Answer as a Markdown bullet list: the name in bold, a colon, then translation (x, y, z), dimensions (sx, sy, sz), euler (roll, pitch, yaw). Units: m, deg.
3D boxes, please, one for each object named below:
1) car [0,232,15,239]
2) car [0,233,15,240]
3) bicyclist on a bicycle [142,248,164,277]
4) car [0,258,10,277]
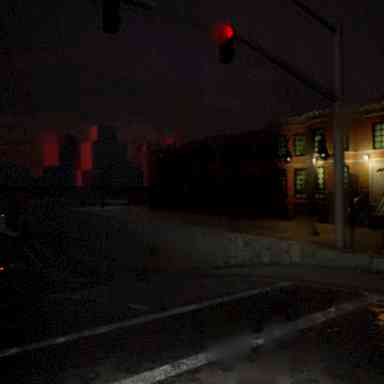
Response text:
- **car**: translation (-41.552, 9.620, 72.830), dimensions (4.536, 1.218, 1.853), euler (-1, 0, -4)
- **car**: translation (-41.498, 9.777, 72.835), dimensions (4.974, 1.542, 2.038), euler (-1, 0, -4)
- **bicyclist on a bicycle**: translation (-2.288, 4.224, 20.087), dimensions (1.656, 1.620, 0.582), euler (-2, -11, -31)
- **car**: translation (-24.592, 9.429, 42.009), dimensions (2.150, 2.045, 5.566), euler (-1, 0, -24)
